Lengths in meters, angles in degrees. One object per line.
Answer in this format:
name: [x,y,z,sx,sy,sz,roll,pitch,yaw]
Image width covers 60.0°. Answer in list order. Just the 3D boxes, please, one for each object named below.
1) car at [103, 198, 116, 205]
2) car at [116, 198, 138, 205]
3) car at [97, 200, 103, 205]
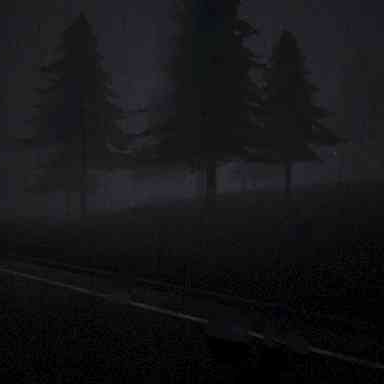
car: [-16.702,2.151,74.531,2.128,1.511,4.902,-1,0,35]
car: [-13.836,2.139,72.522,1.994,1.385,4.181,-1,0,35]
car: [-19.569,2.188,76.539,1.812,1.442,4.674,-1,0,35]
